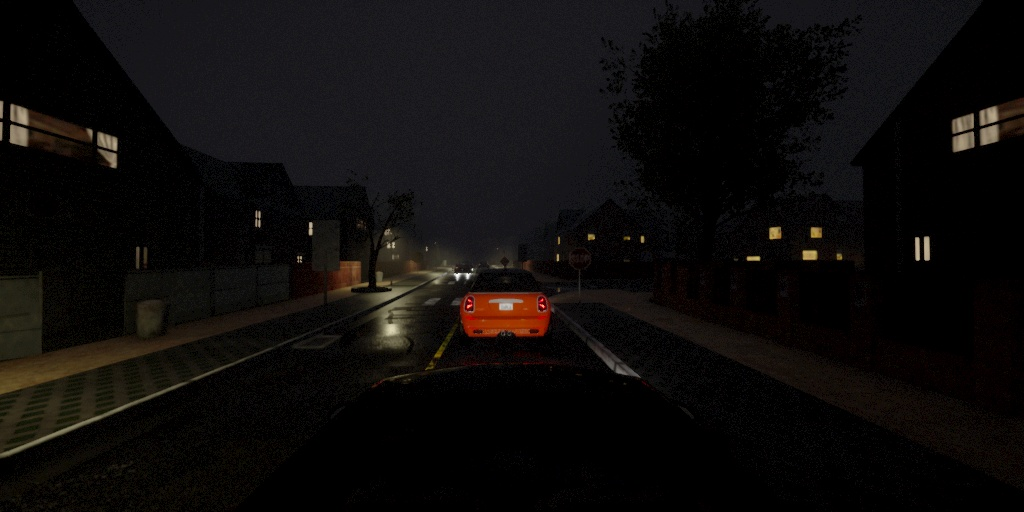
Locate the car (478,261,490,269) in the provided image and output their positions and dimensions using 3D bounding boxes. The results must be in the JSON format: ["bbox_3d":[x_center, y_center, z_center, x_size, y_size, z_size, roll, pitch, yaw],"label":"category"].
[{"bbox_3d":[-5.003,1.588,63.954,1.994,1.385,4.181,0,0,-5],"label":"car"}]

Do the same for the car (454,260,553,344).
[{"bbox_3d":[-0.217,1.109,9.804,2.097,1.767,4.553,0,0,-2],"label":"car"}]

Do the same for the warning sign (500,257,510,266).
[{"bbox_3d":[-0.938,1.010,47.051,1.300,1.860,1.060,0,0,-5],"label":"warning sign"}]

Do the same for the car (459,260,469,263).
[{"bbox_3d":[-6.076,1.437,44.435,1.994,1.385,4.181,0,0,-5],"label":"car"}]

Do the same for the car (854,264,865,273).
[{"bbox_3d":[26.867,0.965,26.020,4.553,1.767,2.097,0,-1,-6],"label":"car"}]
